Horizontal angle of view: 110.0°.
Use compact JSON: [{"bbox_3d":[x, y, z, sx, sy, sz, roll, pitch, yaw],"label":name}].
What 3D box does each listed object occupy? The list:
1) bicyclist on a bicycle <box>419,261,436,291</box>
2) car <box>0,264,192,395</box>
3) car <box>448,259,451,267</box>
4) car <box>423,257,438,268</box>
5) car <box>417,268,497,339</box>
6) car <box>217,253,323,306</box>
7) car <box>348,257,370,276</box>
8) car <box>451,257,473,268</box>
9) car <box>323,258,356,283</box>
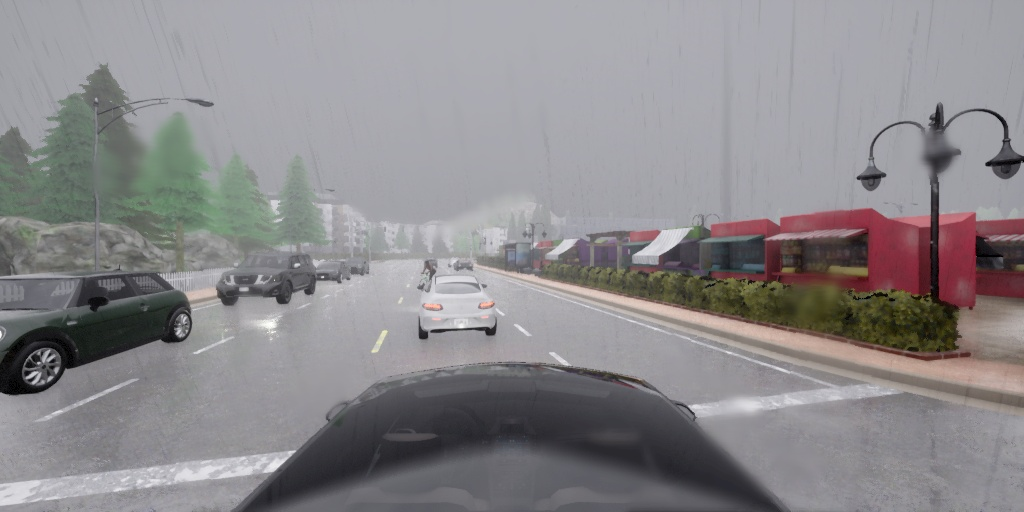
[{"bbox_3d":[-4.568,1.079,19.707,0.582,1.620,1.656,0,1,24],"label":"bicyclist on a bicycle"},{"bbox_3d":[-8.096,1.076,6.311,2.097,1.767,4.553,0,0,-13],"label":"car"},{"bbox_3d":[-8.341,0.909,52.680,1.812,1.442,4.674,0,0,-13],"label":"car"},{"bbox_3d":[-11.532,0.901,50.815,1.837,1.490,4.892,0,0,-13],"label":"car"},{"bbox_3d":[-1.602,1.224,9.896,1.812,1.442,4.674,0,0,-13],"label":"car"},{"bbox_3d":[-10.366,0.876,15.728,2.150,2.045,5.566,0,0,-14],"label":"car"},{"bbox_3d":[-14.632,0.877,33.311,2.097,1.767,4.553,0,0,-13],"label":"car"},{"bbox_3d":[-5.775,1.063,42.069,1.895,1.301,4.718,0,0,-14],"label":"car"},{"bbox_3d":[-12.704,1.088,25.338,1.837,1.490,4.892,0,0,-14],"label":"car"}]
